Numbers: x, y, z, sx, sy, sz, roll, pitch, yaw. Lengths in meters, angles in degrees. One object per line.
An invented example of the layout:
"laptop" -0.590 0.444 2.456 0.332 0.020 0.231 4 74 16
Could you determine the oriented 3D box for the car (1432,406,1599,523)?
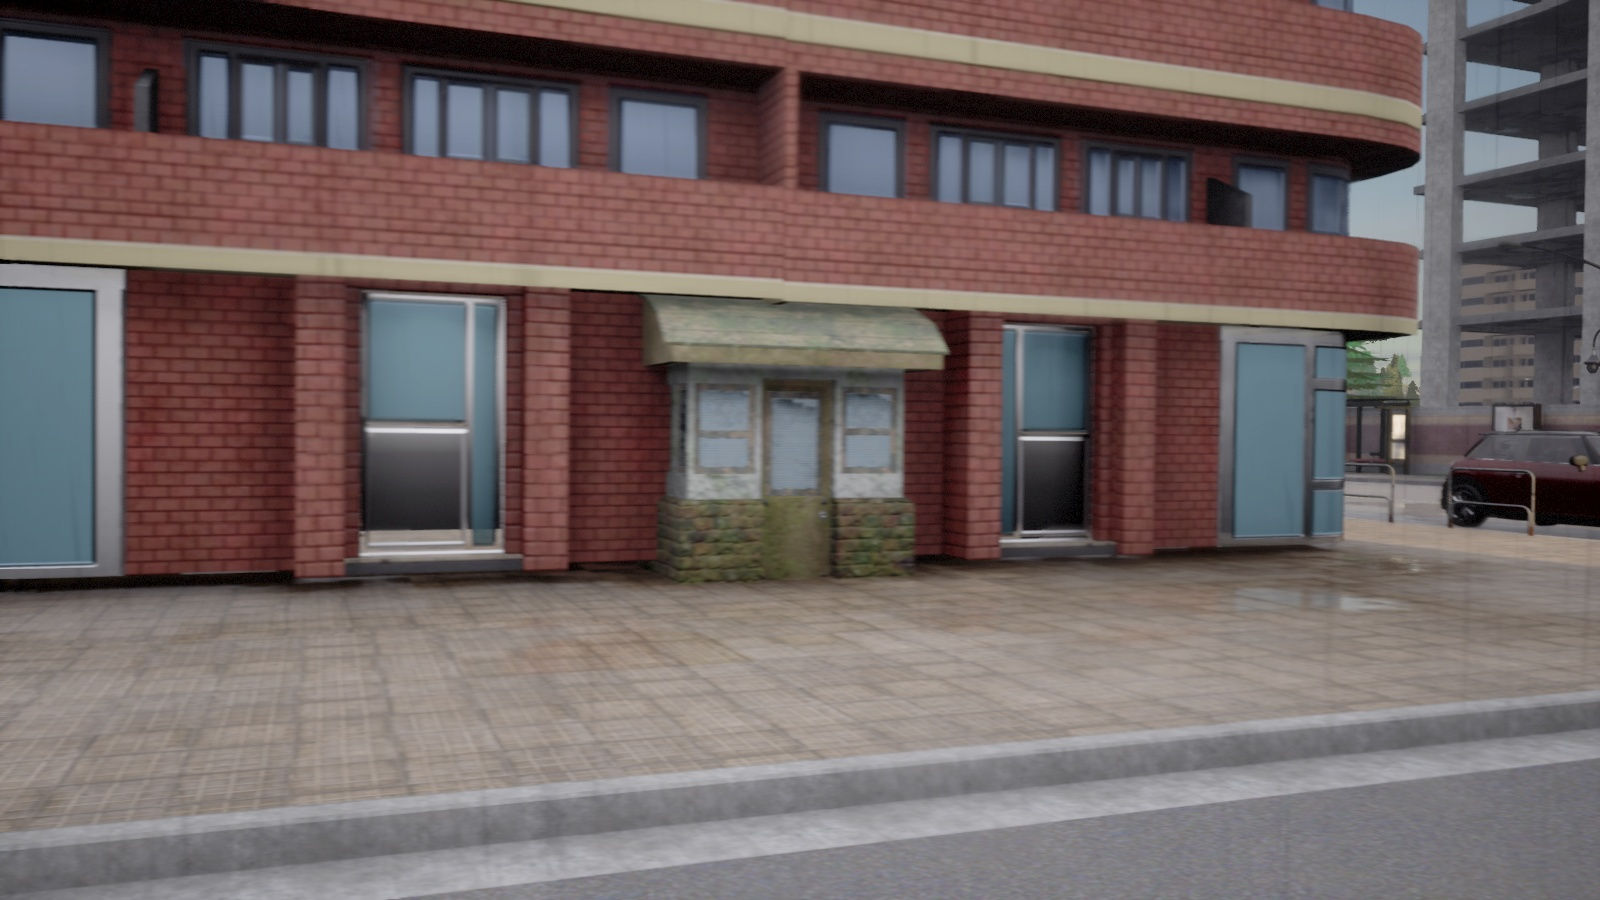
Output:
"car" 12.764 0.192 20.031 2.097 1.767 4.553 -1 1 -21
